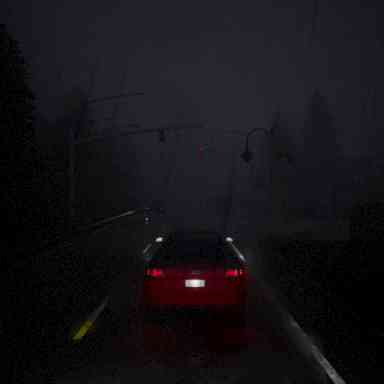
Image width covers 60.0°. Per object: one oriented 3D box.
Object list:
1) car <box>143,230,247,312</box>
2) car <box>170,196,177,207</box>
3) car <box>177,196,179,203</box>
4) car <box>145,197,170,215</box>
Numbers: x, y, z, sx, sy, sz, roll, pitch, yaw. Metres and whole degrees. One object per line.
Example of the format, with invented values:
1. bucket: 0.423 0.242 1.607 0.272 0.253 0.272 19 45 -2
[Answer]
1. car: 0.056 1.564 7.815 1.994 1.385 4.181 0 0 0
2. car: -3.726 1.525 50.956 1.812 1.442 4.674 0 0 0
3. car: -3.690 1.492 68.441 2.128 1.511 4.902 0 0 0
4. car: -3.691 1.506 34.573 1.837 1.490 4.892 0 0 0
